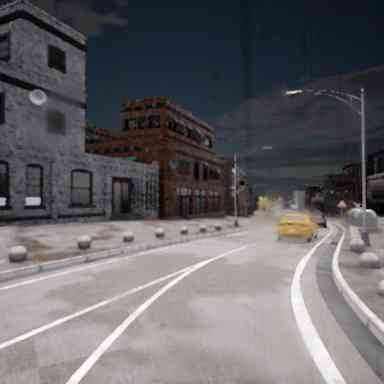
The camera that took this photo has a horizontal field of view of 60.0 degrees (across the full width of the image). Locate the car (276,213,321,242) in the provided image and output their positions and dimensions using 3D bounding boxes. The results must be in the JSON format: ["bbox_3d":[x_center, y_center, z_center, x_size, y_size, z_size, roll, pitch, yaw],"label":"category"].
[{"bbox_3d":[6.558,2.144,20.509,1.882,1.535,5.008,-1,-4,25],"label":"car"}]

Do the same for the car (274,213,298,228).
[{"bbox_3d":[10.668,3.159,37.548,2.128,1.511,4.902,-1,-3,22],"label":"car"}]

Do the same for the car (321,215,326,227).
[{"bbox_3d":[14.621,3.349,38.869,1.994,1.385,4.181,-1,-3,21],"label":"car"}]
